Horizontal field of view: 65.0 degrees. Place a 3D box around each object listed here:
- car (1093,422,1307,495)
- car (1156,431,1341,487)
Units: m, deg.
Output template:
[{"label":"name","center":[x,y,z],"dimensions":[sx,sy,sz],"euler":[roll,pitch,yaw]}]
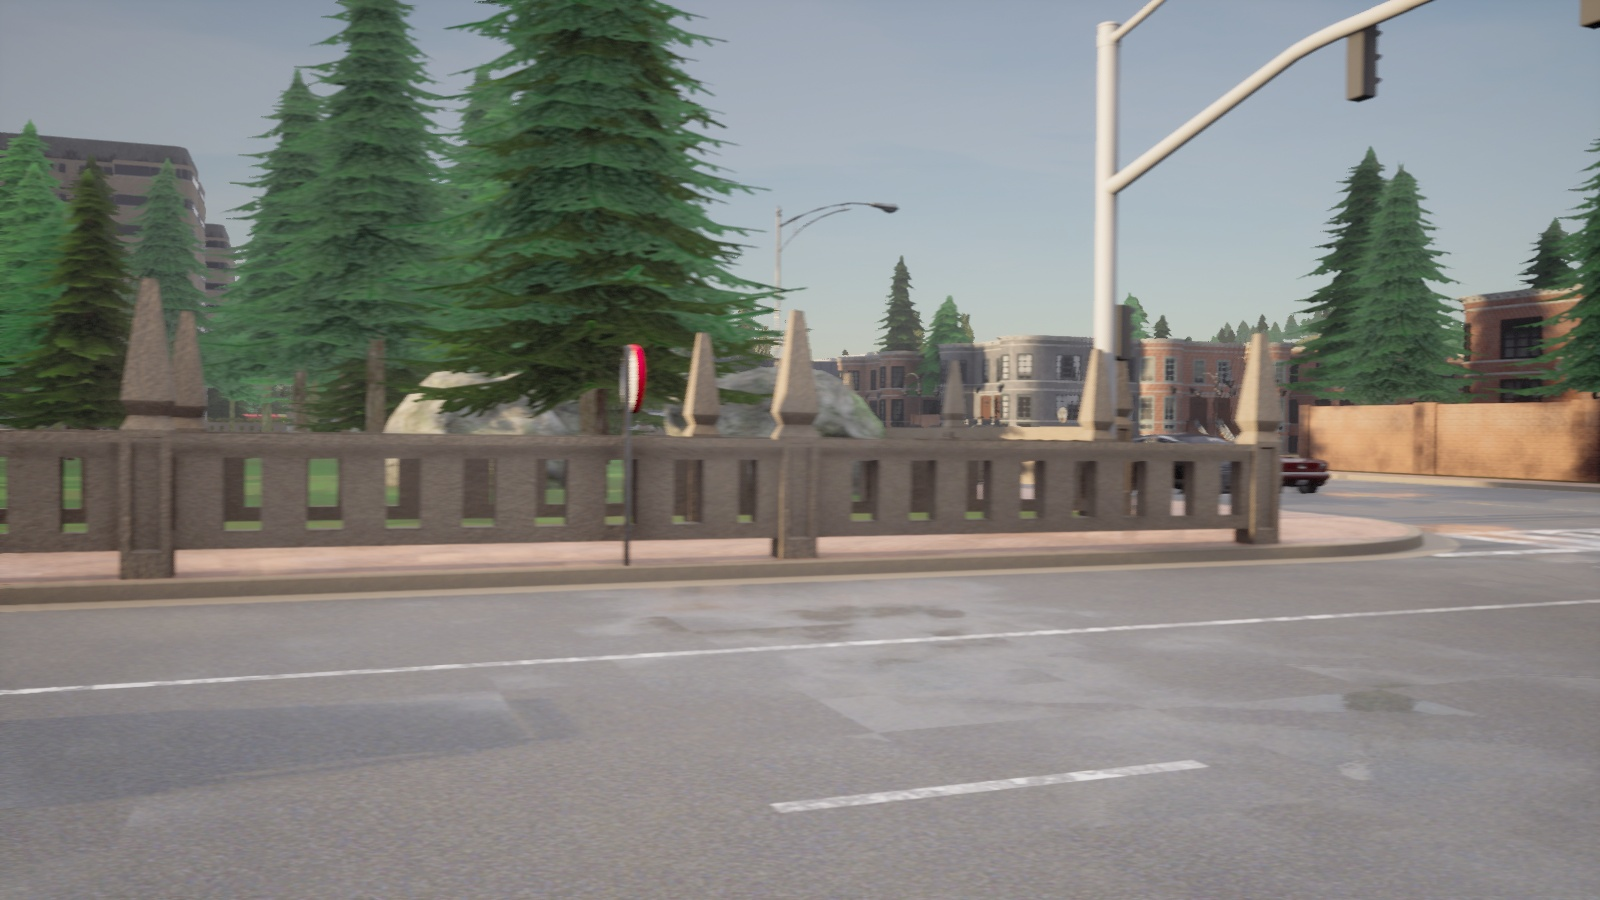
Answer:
[{"label":"car","center":[9.109,0.135,29.109],"dimensions":[2.128,1.511,4.902],"euler":[-1,1,-21]},{"label":"car","center":[11.517,0.188,32.600],"dimensions":[1.895,1.301,4.718],"euler":[-1,1,-21]}]
